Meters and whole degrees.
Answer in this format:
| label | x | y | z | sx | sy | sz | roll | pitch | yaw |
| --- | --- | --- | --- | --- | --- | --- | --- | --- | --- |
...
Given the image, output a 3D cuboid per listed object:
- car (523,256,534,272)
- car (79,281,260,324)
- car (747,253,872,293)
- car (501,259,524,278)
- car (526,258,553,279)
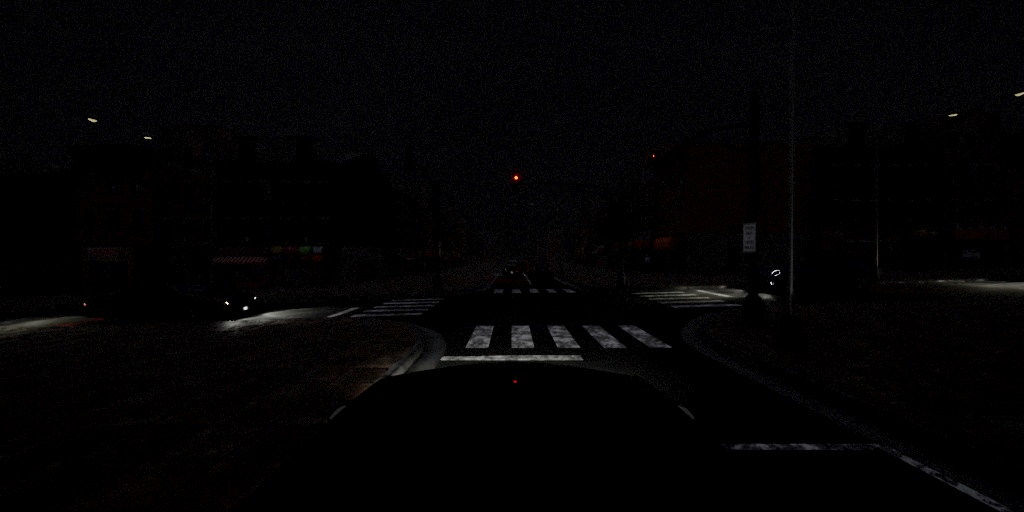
| label | x | y | z | sx | sy | sz | roll | pitch | yaw |
| --- | --- | --- | --- | --- | --- | --- | --- | --- | --- |
| car | 2.632 | 1.112 | 38.575 | 2.192 | 1.841 | 5.009 | 0 | 0 | 0 |
| car | -12.587 | 1.643 | 13.344 | 5.357 | 1.411 | 2.033 | -2 | 0 | 0 |
| car | 13.358 | 0.685 | 16.364 | 4.553 | 1.767 | 2.097 | -1 | 0 | 1 |
| car | 0.029 | 1.315 | 35.216 | 1.812 | 1.442 | 4.674 | 0 | 0 | 1 |
| car | 2.633 | 1.225 | 33.174 | 1.967 | 1.591 | 4.097 | 0 | 0 | 0 |
